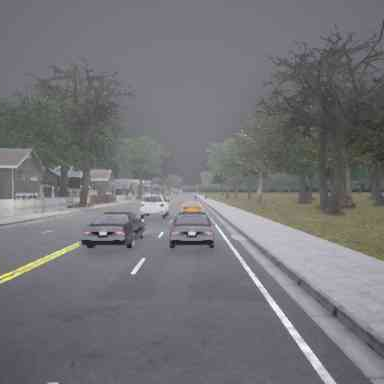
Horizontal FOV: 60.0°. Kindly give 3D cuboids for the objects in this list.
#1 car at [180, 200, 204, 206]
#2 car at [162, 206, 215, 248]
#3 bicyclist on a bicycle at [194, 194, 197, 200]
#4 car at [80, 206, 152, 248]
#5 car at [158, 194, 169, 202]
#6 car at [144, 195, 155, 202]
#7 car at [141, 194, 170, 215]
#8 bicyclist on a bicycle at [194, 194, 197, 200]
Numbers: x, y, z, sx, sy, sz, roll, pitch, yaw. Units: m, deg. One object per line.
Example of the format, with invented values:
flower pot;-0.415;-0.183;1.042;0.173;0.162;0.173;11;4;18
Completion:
car;0.000;1.481;29.650;1.882;1.535;5.008;0;0;0
car;0.000;1.561;14.651;2.033;1.411;5.357;0;0;0
bicyclist on a bicycle;0.885;1.406;79.962;0.866;1.612;1.509;0;0;0
car;-3.250;1.561;14.651;2.033;1.411;5.357;0;0;0
car;-6.500;1.299;75.986;2.097;1.767;4.553;0;0;0
car;-9.750;1.496;75.957;1.994;1.385;4.181;0;0;0
car;-3.250;1.253;29.680;2.150;2.045;5.566;0;0;0
bicyclist on a bicycle;0.894;1.351;88.960;0.659;1.776;1.843;0;0;0
